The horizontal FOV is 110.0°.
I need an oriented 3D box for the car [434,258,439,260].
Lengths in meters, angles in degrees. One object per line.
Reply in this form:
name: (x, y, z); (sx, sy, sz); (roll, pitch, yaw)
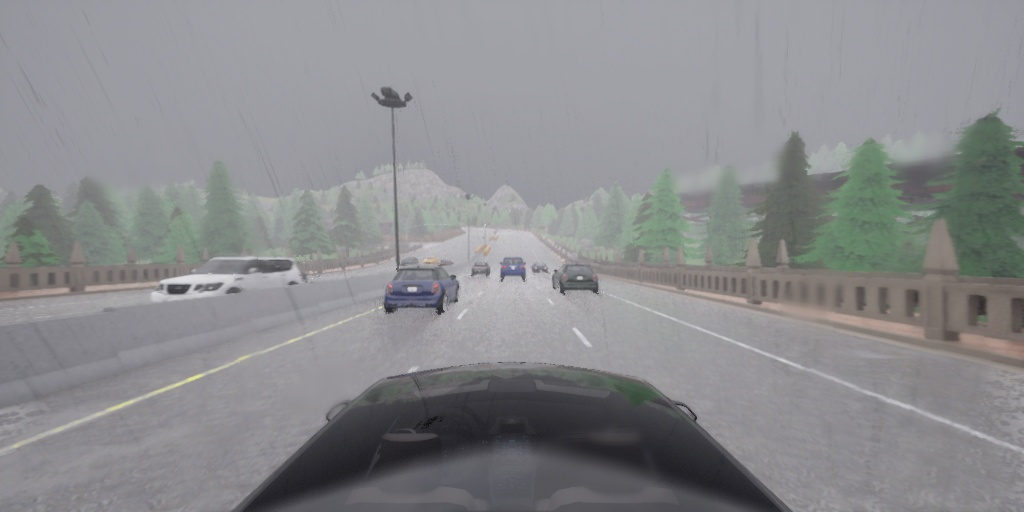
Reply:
car: (-10.564, 1.246, 56.448); (1.895, 1.301, 4.718); (0, 3, 1)

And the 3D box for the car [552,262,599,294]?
car: (3.594, 1.197, 21.075); (2.097, 1.767, 4.553); (0, 0, 0)

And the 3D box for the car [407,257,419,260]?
car: (-17.536, 0.858, 62.089); (2.033, 1.411, 5.357); (0, 4, 0)

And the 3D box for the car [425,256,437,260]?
car: (-14.047, 0.783, 62.160); (1.882, 1.535, 5.008); (0, 4, 1)

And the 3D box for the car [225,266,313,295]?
car: (-14.104, 1.351, 21.252); (1.837, 1.490, 4.892); (0, -1, 0)

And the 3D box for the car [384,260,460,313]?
car: (-3.404, 1.166, 14.361); (2.097, 1.767, 4.553); (0, 0, 0)

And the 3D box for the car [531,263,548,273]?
car: (3.584, 1.528, 47.418); (1.895, 1.301, 4.718); (0, 1, 0)

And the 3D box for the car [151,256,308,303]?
car: (-10.604, 1.033, 14.039); (2.150, 2.045, 5.566); (0, 0, 0)

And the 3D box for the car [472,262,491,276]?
car: (-3.413, 1.425, 40.317); (2.128, 1.511, 4.902); (0, 0, 0)

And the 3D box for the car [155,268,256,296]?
car: (-17.605, 1.445, 21.009); (1.895, 1.301, 4.718); (0, 0, 0)

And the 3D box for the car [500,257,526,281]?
car: (0.090, 1.117, 32.417); (2.150, 2.045, 5.566); (0, -1, 0)
